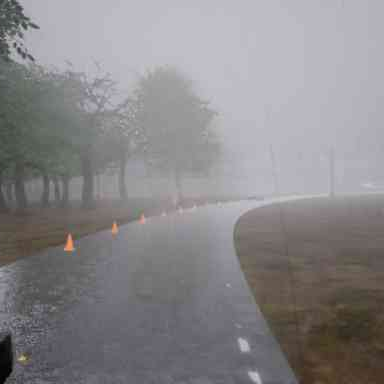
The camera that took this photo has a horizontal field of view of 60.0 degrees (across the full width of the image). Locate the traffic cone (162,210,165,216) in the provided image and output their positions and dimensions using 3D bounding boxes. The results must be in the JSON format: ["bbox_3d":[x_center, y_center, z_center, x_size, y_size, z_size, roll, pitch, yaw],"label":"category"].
[{"bbox_3d":[-2.349,1.724,27.735,0.340,0.580,0.340,0,1,12],"label":"traffic cone"}]

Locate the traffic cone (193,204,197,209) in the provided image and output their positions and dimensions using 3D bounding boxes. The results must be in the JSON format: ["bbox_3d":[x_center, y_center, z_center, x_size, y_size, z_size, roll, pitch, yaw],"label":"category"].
[{"bbox_3d":[0.316,1.583,37.628,0.340,0.580,0.340,1,1,18],"label":"traffic cone"}]

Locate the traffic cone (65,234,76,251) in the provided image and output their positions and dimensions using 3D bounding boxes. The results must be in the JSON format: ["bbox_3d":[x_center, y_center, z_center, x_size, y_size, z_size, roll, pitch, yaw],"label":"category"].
[{"bbox_3d":[-4.609,1.883,12.539,0.340,0.580,0.340,0,0,4],"label":"traffic cone"}]

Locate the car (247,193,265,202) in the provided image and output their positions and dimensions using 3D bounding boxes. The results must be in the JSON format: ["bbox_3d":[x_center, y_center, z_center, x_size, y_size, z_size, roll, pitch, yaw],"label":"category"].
[{"bbox_3d":[10.798,0.917,56.209,1.895,1.301,4.718,1,1,29],"label":"car"}]

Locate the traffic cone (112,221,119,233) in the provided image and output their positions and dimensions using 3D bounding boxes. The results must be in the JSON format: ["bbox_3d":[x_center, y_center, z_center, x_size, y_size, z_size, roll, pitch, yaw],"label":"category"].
[{"bbox_3d":[-4.090,1.838,17.638,0.340,0.580,0.340,0,1,7],"label":"traffic cone"}]

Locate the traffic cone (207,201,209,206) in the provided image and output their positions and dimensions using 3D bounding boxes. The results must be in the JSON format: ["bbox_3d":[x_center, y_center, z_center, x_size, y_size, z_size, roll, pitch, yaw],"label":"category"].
[{"bbox_3d":[1.987,1.503,42.471,0.340,0.580,0.340,1,1,20],"label":"traffic cone"}]

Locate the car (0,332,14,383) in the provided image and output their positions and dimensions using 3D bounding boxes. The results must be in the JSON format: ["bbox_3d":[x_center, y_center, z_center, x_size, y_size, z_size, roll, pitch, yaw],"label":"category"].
[{"bbox_3d":[-2.680,1.597,1.009,1.895,1.301,4.718,0,0,0],"label":"car"}]
